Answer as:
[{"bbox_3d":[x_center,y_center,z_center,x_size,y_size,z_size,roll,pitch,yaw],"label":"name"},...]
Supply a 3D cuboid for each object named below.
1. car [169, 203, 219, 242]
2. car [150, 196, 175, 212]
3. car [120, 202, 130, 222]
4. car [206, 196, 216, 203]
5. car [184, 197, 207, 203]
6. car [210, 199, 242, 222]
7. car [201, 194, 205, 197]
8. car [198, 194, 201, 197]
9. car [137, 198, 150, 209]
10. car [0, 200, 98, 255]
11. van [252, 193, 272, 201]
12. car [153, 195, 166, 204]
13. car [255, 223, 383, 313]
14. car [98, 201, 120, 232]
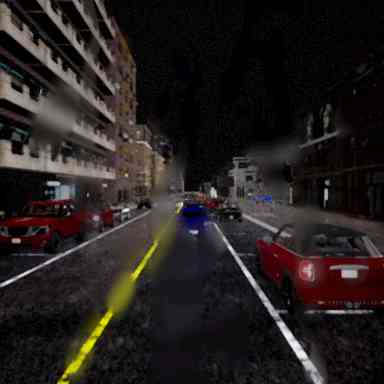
[{"bbox_3d":[0.085,1.458,15.870,1.812,1.442,4.674,0,0,0],"label":"car"},{"bbox_3d":[-3.117,1.456,36.292,1.895,1.301,4.718,0,0,0],"label":"car"},{"bbox_3d":[-5.709,1.448,24.692,2.008,1.369,4.403,0,0,0],"label":"car"},{"bbox_3d":[2.665,1.400,36.084,1.887,1.381,4.507,0,0,0],"label":"car"},{"bbox_3d":[0.076,1.436,31.320,1.994,1.385,4.181,0,0,0],"label":"car"},{"bbox_3d":[2.672,1.448,24.692,2.008,1.369,4.403,0,0,0],"label":"car"},{"bbox_3d":[2.659,1.363,47.478,1.887,1.381,4.507,0,0,0],"label":"car"},{"bbox_3d":[2.634,1.143,91.343,1.967,1.590,4.097,0,0,0],"label":"car"},{"bbox_3d":[-5.718,1.402,41.782,1.947,1.339,4.313,0,0,0],"label":"car"},{"bbox_3d":[-5.704,1.257,13.297,2.192,1.841,5.009,0,0,0],"label":"car"},{"bbox_3d":[14.620,1.163,69.644,3.998,1.788,1.690,0,0,0],"label":"van"},{"bbox_3d":[-5.728,1.310,58.702,1.752,1.417,4.829,0,0,0],"label":"car"},{"bbox_3d":[2.680,1.407,7.602,1.967,1.590,4.097,0,0,0],"label":"car"},{"bbox_3d":[-5.706,1.359,18.995,1.967,1.590,4.097,0,0,0],"label":"car"}]
